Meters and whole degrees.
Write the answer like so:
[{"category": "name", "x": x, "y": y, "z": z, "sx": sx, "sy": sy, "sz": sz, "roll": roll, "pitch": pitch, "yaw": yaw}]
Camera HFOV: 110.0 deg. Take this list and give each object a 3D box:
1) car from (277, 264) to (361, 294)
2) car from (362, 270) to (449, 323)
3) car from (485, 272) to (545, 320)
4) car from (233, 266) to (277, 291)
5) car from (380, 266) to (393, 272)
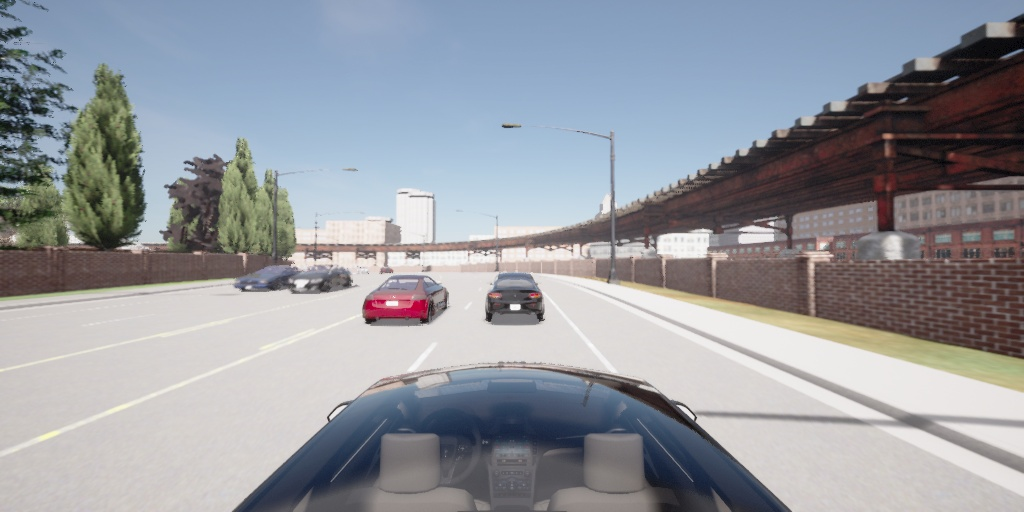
[{"category": "car", "x": -10.865, "y": 1.243, "z": 20.664, "sx": 2.128, "sy": 1.511, "sz": 4.902, "roll": 0, "pitch": 0, "yaw": -3}, {"category": "car", "x": -3.411, "y": 1.319, "z": 12.179, "sx": 1.994, "sy": 1.385, "sz": 4.181, "roll": 0, "pitch": 0, "yaw": 0}, {"category": "car", "x": 0.074, "y": 1.281, "z": 12.477, "sx": 1.812, "sy": 1.442, "sz": 4.674, "roll": 0, "pitch": 0, "yaw": 0}, {"category": "car", "x": -14.369, "y": 1.294, "z": 21.988, "sx": 2.033, "sy": 1.411, "sz": 5.357, "roll": 0, "pitch": 0, "yaw": -4}, {"category": "car", "x": -21.473, "y": 2.434, "z": 61.321, "sx": 1.994, "sy": 1.385, "sz": 4.181, "roll": 1, "pitch": -3, "yaw": -25}]
